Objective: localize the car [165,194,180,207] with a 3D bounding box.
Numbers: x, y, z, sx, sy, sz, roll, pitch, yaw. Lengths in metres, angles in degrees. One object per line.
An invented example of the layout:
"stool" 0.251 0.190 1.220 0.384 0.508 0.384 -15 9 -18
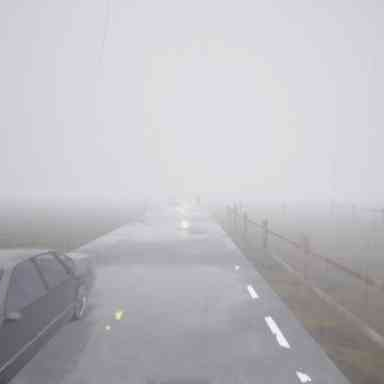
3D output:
"car" -2.811 1.224 48.927 2.097 1.767 4.553 0 1 0

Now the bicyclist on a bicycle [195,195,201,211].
"bicyclist on a bicycle" 0.761 1.330 39.366 0.659 1.776 1.843 0 1 0

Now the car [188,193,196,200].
"car" 0.009 1.007 76.801 1.812 1.442 4.674 0 1 0

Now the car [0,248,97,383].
"car" -2.849 1.573 4.584 2.033 1.411 5.357 0 0 0

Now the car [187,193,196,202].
"car" 0.043 1.204 64.632 1.812 1.442 4.674 0 1 1

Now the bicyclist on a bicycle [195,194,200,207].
"bicyclist on a bicycle" 0.762 1.247 48.573 0.659 1.776 1.843 0 1 0
